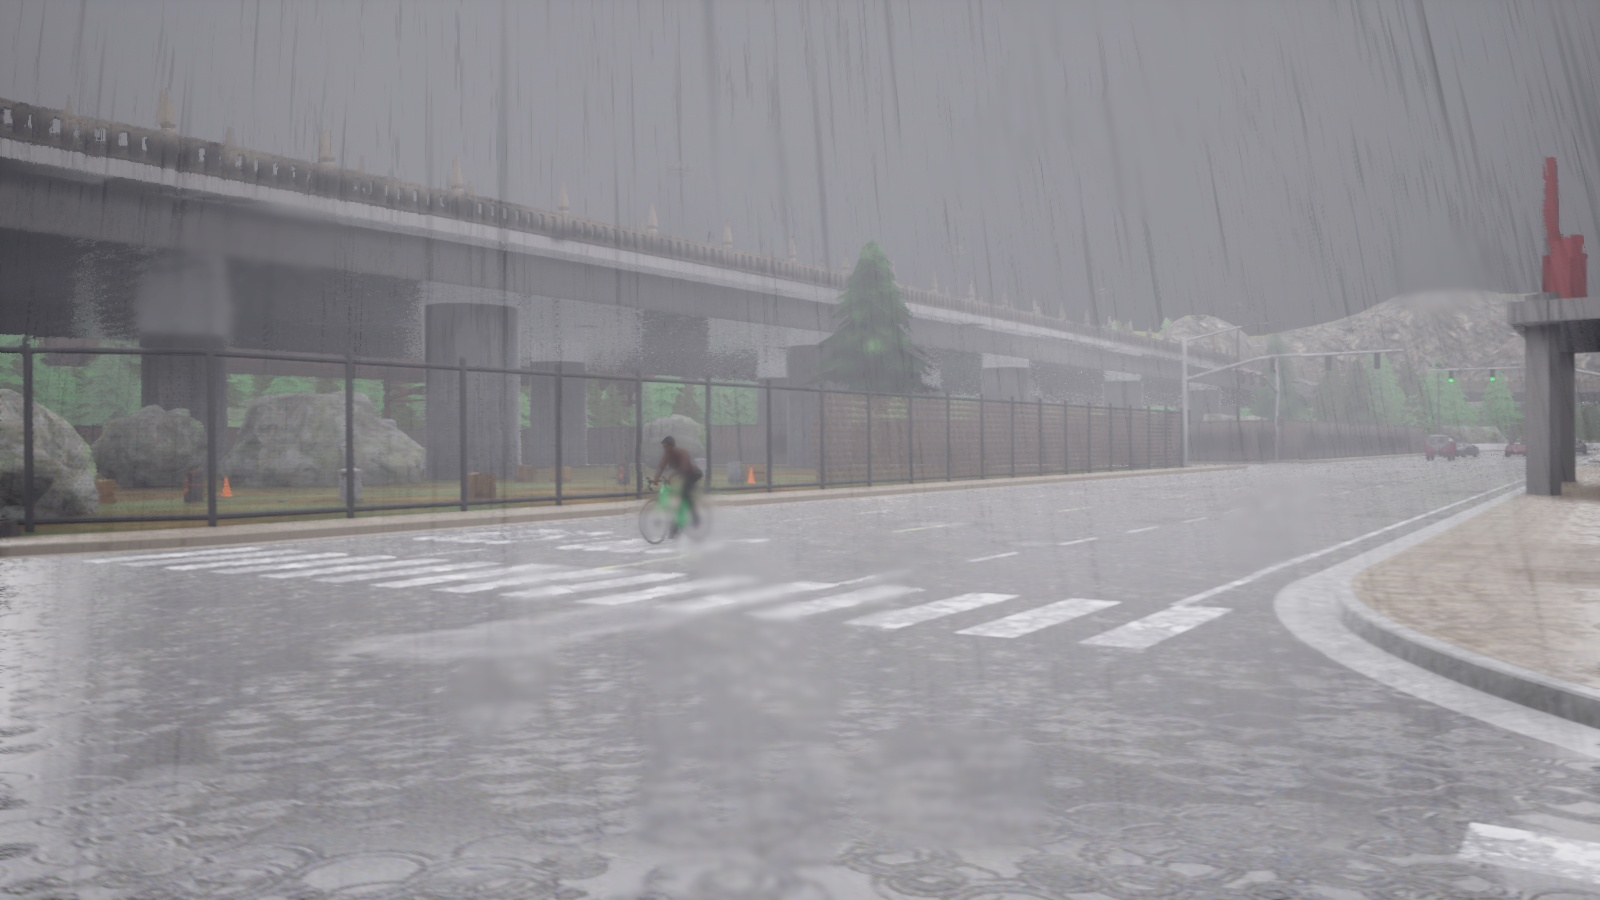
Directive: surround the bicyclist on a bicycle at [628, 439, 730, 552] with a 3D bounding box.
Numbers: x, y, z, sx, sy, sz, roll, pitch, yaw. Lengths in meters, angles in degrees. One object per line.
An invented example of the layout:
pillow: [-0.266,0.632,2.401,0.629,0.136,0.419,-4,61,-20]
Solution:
bicyclist on a bicycle: [-1.830,0.664,19.204,0.582,1.620,1.656,-1,0,33]
